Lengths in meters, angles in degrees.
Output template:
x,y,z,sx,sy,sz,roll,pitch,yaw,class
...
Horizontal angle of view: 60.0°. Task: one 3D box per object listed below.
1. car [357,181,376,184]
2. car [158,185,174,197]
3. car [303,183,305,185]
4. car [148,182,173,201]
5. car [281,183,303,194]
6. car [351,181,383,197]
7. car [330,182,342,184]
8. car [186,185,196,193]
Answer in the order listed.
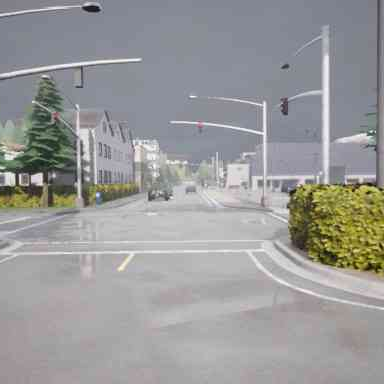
x,y,z,sx,sy,sz,roll,pitch,yaw,class
19.016,-0.173,34.187,1.905,1.878,3.866,-1,2,0,car
-3.731,-0.160,48.408,1.837,1.490,4.892,-1,2,0,car
18.895,-0.862,59.105,1.970,1.475,3.806,-1,2,0,car
-3.720,-0.097,38.247,2.150,2.045,5.566,-1,2,0,car
15.270,-0.515,52.045,2.007,1.523,4.514,-1,2,0,car
22.261,-0.457,42.067,1.932,1.855,4.605,-1,2,0,car
25.310,-1.026,59.457,2.152,1.636,5.027,-1,2,0,car
-0.168,-0.562,58.667,2.128,1.511,4.902,-1,2,0,car
